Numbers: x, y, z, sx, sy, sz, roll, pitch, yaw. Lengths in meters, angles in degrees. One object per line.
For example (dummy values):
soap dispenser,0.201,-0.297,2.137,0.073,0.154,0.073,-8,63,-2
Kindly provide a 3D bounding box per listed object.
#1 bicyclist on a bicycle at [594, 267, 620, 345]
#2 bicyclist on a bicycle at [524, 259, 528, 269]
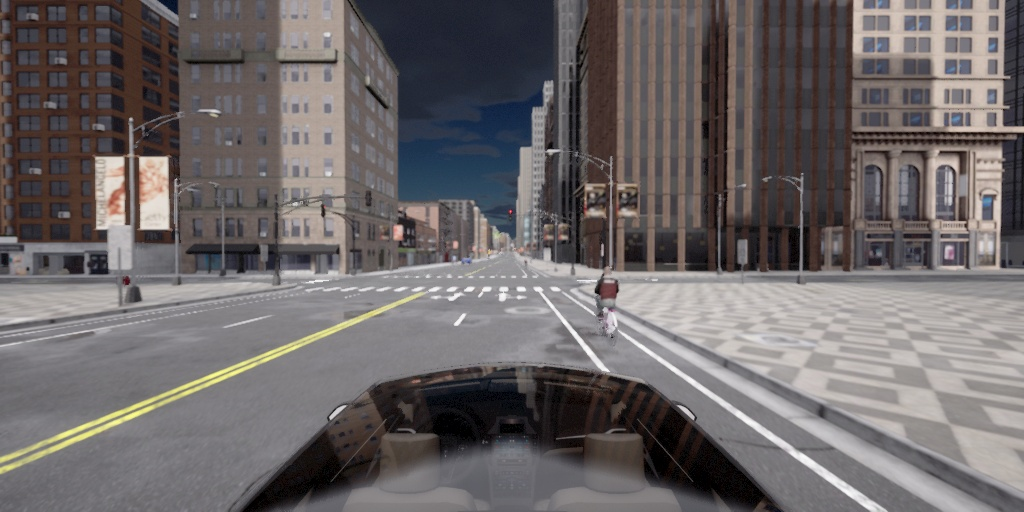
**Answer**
bicyclist on a bicycle,2.241,1.135,8.631,0.659,1.776,1.843,0,0,0
bicyclist on a bicycle,2.173,1.275,56.681,0.659,1.776,1.843,0,0,0
